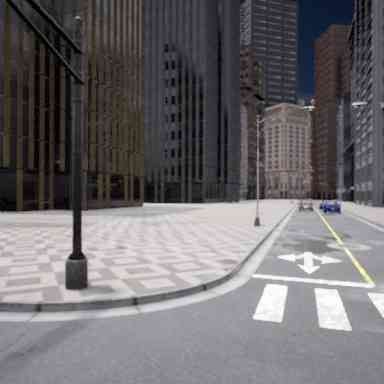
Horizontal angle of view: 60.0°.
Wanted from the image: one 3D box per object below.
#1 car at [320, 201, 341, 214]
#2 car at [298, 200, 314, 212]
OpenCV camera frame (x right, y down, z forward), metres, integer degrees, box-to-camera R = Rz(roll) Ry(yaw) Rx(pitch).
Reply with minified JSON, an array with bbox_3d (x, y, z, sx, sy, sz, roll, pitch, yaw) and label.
[{"bbox_3d":[17.590,1.892,41.920,1.882,1.535,5.008,0,0,19],"label":"car"},{"bbox_3d":[16.074,1.934,46.828,2.128,1.511,4.902,0,0,19],"label":"car"}]
